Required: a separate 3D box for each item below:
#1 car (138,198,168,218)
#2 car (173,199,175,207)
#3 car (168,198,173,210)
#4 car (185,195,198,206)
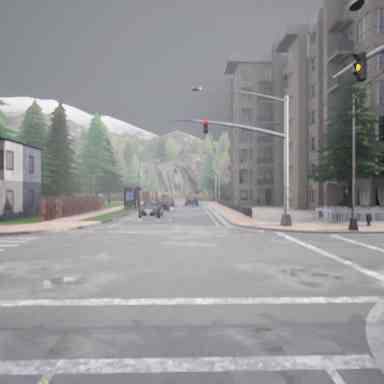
[{"bbox_3d":[-3.613,1.483,29.904,2.128,1.511,4.902,0,0,0],"label":"car"},{"bbox_3d":[-3.612,1.549,49.931,1.994,1.385,4.181,0,0,0],"label":"car"},{"bbox_3d":[-3.617,1.589,39.444,1.895,1.301,4.718,0,0,0],"label":"car"},{"bbox_3d":[-0.038,1.336,54.307,2.097,1.767,4.553,0,0,0],"label":"car"}]
